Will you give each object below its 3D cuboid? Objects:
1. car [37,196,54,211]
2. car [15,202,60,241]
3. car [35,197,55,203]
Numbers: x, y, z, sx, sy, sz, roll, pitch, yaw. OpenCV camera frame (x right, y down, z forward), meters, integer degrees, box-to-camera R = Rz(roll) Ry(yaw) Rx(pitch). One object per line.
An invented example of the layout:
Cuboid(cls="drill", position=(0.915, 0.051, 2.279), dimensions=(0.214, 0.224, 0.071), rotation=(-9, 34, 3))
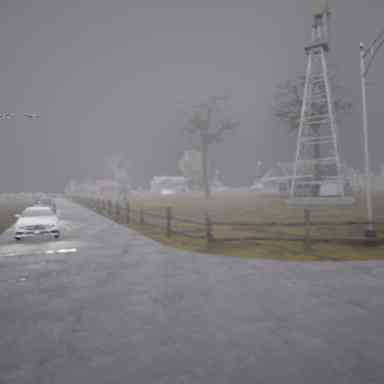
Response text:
Cuboid(cls="car", position=(-18.075, 1.398, 41.094), dimensions=(1.837, 1.490, 4.892), rotation=(-1, 2, -23))
Cuboid(cls="car", position=(-7.735, 1.481, 16.812), dimensions=(1.812, 1.442, 4.674), rotation=(-1, 1, -23))
Cuboid(cls="car", position=(-13.099, 1.417, 29.373), dimensions=(2.128, 1.511, 4.902), rotation=(-1, 0, -23))
